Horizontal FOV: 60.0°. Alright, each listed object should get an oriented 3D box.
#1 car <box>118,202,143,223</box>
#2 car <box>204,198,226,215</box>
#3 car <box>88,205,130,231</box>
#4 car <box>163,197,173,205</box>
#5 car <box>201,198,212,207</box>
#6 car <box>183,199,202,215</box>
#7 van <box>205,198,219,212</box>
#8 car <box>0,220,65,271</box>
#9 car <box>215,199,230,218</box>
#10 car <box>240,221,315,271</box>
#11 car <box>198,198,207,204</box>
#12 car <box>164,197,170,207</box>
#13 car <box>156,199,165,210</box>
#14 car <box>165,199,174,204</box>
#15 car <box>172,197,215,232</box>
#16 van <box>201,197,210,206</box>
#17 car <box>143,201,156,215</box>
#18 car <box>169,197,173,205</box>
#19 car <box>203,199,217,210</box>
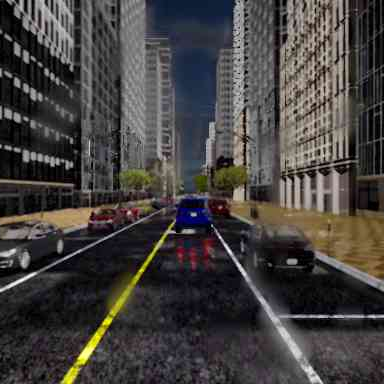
[{"bbox_3d":[-5.702,1.704,28.154,1.967,1.590,4.097,-1,-1,0],"label":"car"},{"bbox_3d":[2.676,1.684,39.524,2.192,1.841,5.009,-1,-1,0],"label":"car"},{"bbox_3d":[-5.700,1.793,22.469,1.802,1.307,4.206,-1,-1,0],"label":"car"},{"bbox_3d":[-5.708,2.049,79.306,2.192,1.841,5.009,-1,-1,0],"label":"car"},{"bbox_3d":[2.675,2.018,62.256,1.967,1.590,4.097,-1,-1,0],"label":"car"},{"bbox_3d":[0.097,1.719,39.230,2.097,1.767,4.553,0,0,0],"label":"car"},{"bbox_3d":[2.676,1.762,45.207,1.690,1.788,3.998,-1,-1,0],"label":"van"},{"bbox_3d":[-5.699,1.656,11.103,2.008,1.369,4.403,-1,-1,0],"label":"car"},{"bbox_3d":[2.677,1.631,33.840,2.192,1.841,5.009,-1,-1,0],"label":"car"},{"bbox_3d":[2.682,1.655,11.104,2.008,1.369,4.403,-1,-1,0],"label":"car"},{"bbox_3d":[2.674,2.335,84.988,2.008,1.369,4.403,-1,-1,0],"label":"car"},{"bbox_3d":[-5.704,2.129,62.254,2.008,1.369,4.403,-1,-1,0],"label":"car"},{"bbox_3d":[-5.703,2.040,50.887,1.947,1.339,4.313,-1,-1,0],"label":"car"},{"bbox_3d":[-5.706,2.367,84.987,1.802,1.307,4.206,-1,-1,0],"label":"car"},{"bbox_3d":[0.098,1.425,21.675,2.150,2.045,5.566,0,-1,0],"label":"car"},{"bbox_3d":[2.674,1.971,67.940,1.690,1.788,3.998,-1,-1,0],"label":"van"},{"bbox_3d":[-5.702,1.893,39.351,1.752,1.417,4.829,-1,-1,0],"label":"car"},{"bbox_3d":[-5.706,2.122,73.622,1.967,1.590,4.097,-1,-1,0],"label":"car"},{"bbox_3d":[2.677,1.914,50.889,1.967,1.590,4.097,-1,-1,0],"label":"car"}]
